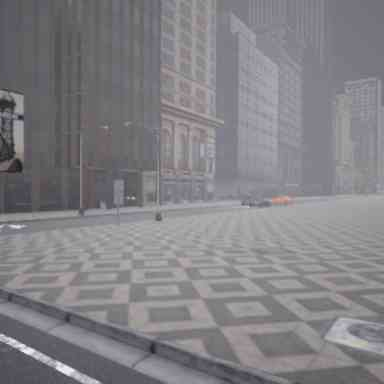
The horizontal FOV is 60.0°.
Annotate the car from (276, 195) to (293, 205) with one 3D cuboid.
[{"bbox_3d":[15.187,1.266,55.533,2.097,1.767,4.553,1,1,35],"label":"car"}]

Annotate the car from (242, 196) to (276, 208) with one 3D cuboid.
[{"bbox_3d":[9.671,1.503,47.616,2.033,1.411,5.357,1,1,36],"label":"car"}]
